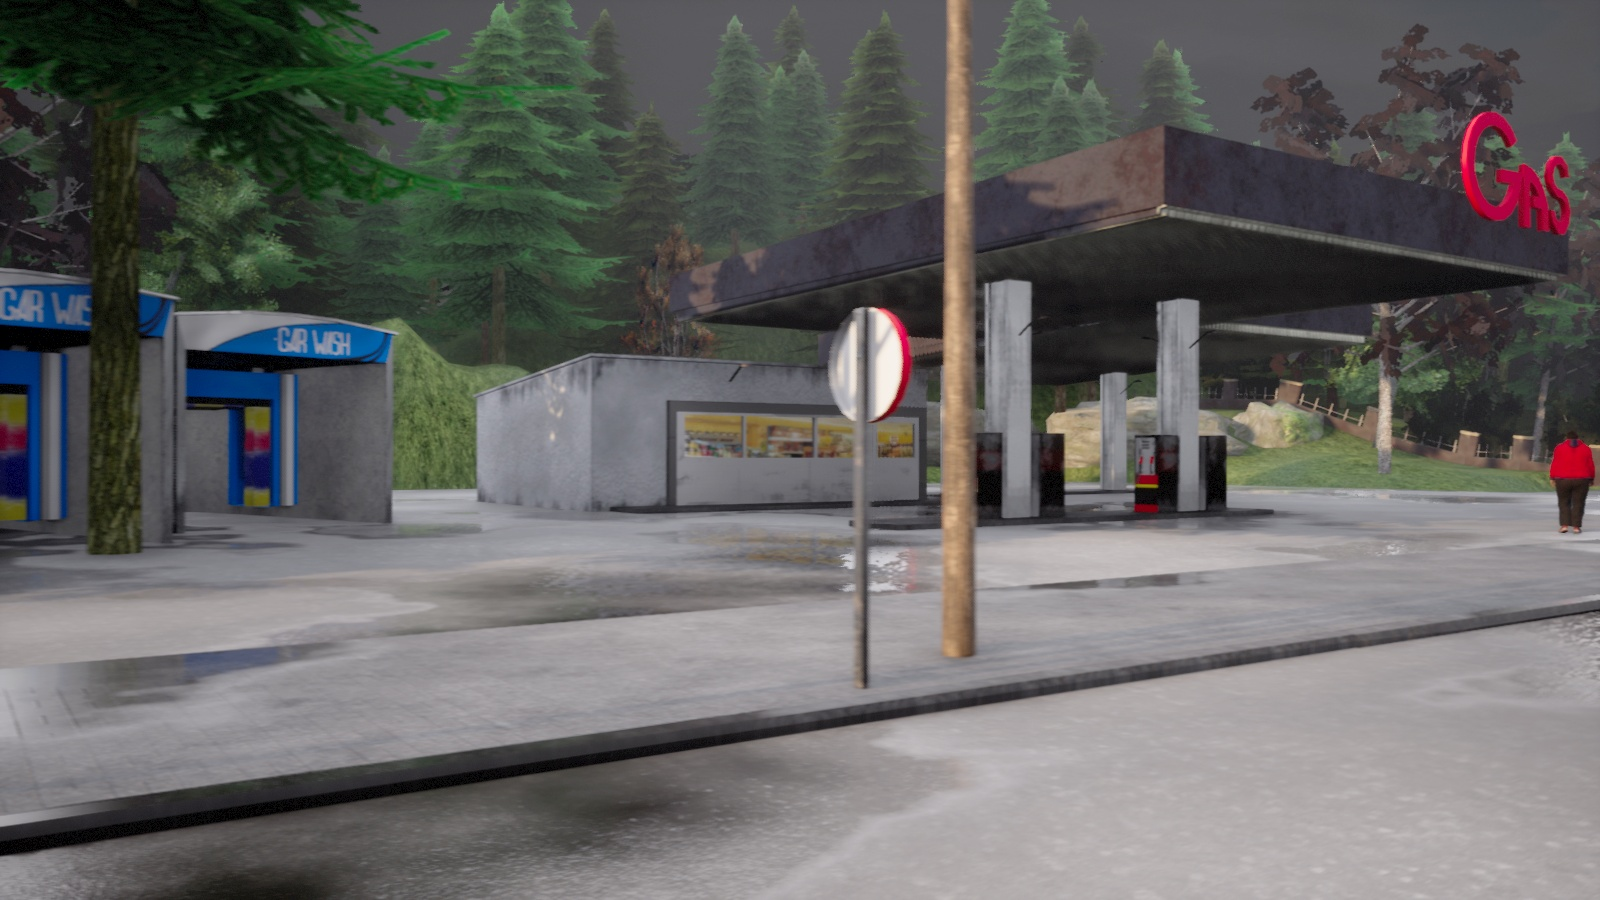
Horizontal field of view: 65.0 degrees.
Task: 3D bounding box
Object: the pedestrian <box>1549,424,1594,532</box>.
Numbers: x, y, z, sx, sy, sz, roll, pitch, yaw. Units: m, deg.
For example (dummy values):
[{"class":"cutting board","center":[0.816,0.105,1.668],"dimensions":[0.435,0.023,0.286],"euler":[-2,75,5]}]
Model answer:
[{"class":"pedestrian","center":[13.536,0.480,22.050],"dimensions":[0.634,1.844,0.899],"euler":[0,0,30]}]
